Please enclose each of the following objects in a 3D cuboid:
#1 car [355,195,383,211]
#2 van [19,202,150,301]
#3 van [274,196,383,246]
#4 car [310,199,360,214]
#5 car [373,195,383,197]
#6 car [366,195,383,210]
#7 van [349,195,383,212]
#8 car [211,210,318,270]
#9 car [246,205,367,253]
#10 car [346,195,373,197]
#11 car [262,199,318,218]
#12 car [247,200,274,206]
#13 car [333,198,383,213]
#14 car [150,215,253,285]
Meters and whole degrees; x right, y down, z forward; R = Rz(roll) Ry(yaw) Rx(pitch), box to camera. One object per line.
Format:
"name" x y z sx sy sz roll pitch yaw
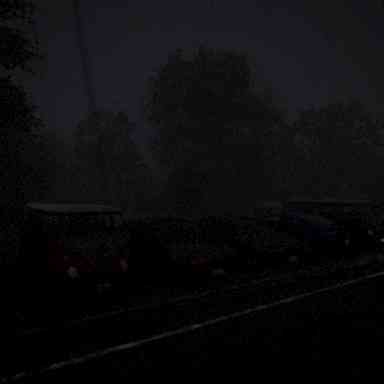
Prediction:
"car" 25.331 1.419 44.716 2.435 2.045 5.566 0 0 -36
"van" -2.981 1.256 8.214 1.878 1.987 4.442 0 0 -36
"van" 6.140 1.303 14.736 1.878 1.987 4.442 0 0 -36
"car" 16.332 1.653 38.211 2.163 1.488 4.792 0 0 -36
"car" 15.210 1.325 21.330 2.435 2.045 5.566 0 0 -36
"car" 27.623 1.425 46.284 2.435 2.045 5.566 0 0 -36
"van" 23.021 1.433 43.173 1.878 1.987 4.442 0 0 -36
"car" 1.528 1.535 11.546 2.163 1.488 4.792 0 0 -36
"car" 3.794 1.517 13.196 2.097 1.535 5.008 0 0 -36
"car" 18.557 1.384 39.873 2.435 2.045 5.566 0 0 -36
"car" 9.649 1.585 33.240 1.946 1.575 5.366 0 0 -36
"car" 7.279 1.578 31.781 2.231 1.521 4.892 0 0 -36
"car" 20.723 1.644 41.615 1.946 1.575 5.366 0 0 -36
"car" -0.753 1.523 9.915 2.163 1.488 4.792 0 0 -36
